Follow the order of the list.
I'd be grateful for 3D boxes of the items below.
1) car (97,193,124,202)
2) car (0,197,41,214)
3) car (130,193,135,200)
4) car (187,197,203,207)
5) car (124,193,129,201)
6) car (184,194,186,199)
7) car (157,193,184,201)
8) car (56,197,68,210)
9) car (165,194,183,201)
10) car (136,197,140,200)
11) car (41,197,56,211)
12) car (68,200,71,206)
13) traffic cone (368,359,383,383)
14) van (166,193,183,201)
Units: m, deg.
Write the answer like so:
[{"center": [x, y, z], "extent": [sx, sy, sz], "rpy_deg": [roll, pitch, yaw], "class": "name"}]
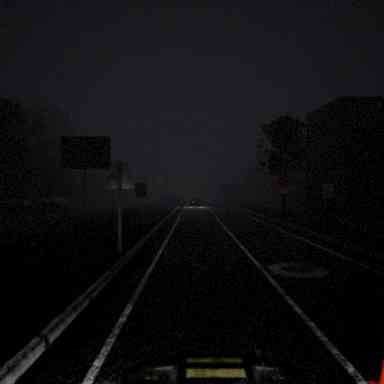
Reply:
[{"center": [-17.973, 1.388, 71.602], "extent": [5.008, 1.535, 2.097], "rpy_deg": [0, 0, 0], "class": "car"}, {"center": [-18.177, 1.419, 33.419], "extent": [4.674, 1.452, 2.002], "rpy_deg": [0, 0, 0], "class": "car"}, {"center": [-17.879, 1.341, 85.526], "extent": [4.553, 1.767, 2.185], "rpy_deg": [0, 0, 0], "class": "car"}, {"center": [0.612, 1.503, 51.933], "extent": [1.837, 1.490, 4.892], "rpy_deg": [0, 0, 0], "class": "car"}, {"center": [-17.955, 1.409, 77.170], "extent": [5.008, 1.535, 2.097], "rpy_deg": [0, 0, 0], "class": "car"}, {"center": [-4.898, 1.210, 77.100], "extent": [5.566, 2.045, 2.435], "rpy_deg": [0, 0, 0], "class": "car"}, {"center": [-4.879, 1.450, 74.298], "extent": [4.892, 1.521, 2.231], "rpy_deg": [0, 0, 0], "class": "car"}, {"center": [-18.151, 1.379, 39.968], "extent": [5.008, 1.535, 2.097], "rpy_deg": [0, 0, 0], "class": "car"}, {"center": [-4.787, 1.417, 88.310], "extent": [4.553, 1.767, 2.185], "rpy_deg": [0, -1, 0], "class": "car"}, {"center": [-17.876, 1.584, 93.877], "extent": [4.674, 1.452, 2.002], "rpy_deg": [0, -1, 0], "class": "car"}, {"center": [-18.157, 1.380, 36.695], "extent": [4.892, 1.521, 2.231], "rpy_deg": [0, 0, 0], "class": "car"}, {"center": [-18.126, 1.420, 43.117], "extent": [4.674, 1.452, 2.002], "rpy_deg": [0, 0, 0], "class": "car"}, {"center": [2.261, 1.967, 3.787], "extent": [0.340, 0.580, 0.340], "rpy_deg": [0, 0, 0], "class": "traffic cone"}, {"center": [-4.692, 1.344, 91.114], "extent": [4.442, 1.987, 1.878], "rpy_deg": [0, -1, 0], "class": "van"}]
